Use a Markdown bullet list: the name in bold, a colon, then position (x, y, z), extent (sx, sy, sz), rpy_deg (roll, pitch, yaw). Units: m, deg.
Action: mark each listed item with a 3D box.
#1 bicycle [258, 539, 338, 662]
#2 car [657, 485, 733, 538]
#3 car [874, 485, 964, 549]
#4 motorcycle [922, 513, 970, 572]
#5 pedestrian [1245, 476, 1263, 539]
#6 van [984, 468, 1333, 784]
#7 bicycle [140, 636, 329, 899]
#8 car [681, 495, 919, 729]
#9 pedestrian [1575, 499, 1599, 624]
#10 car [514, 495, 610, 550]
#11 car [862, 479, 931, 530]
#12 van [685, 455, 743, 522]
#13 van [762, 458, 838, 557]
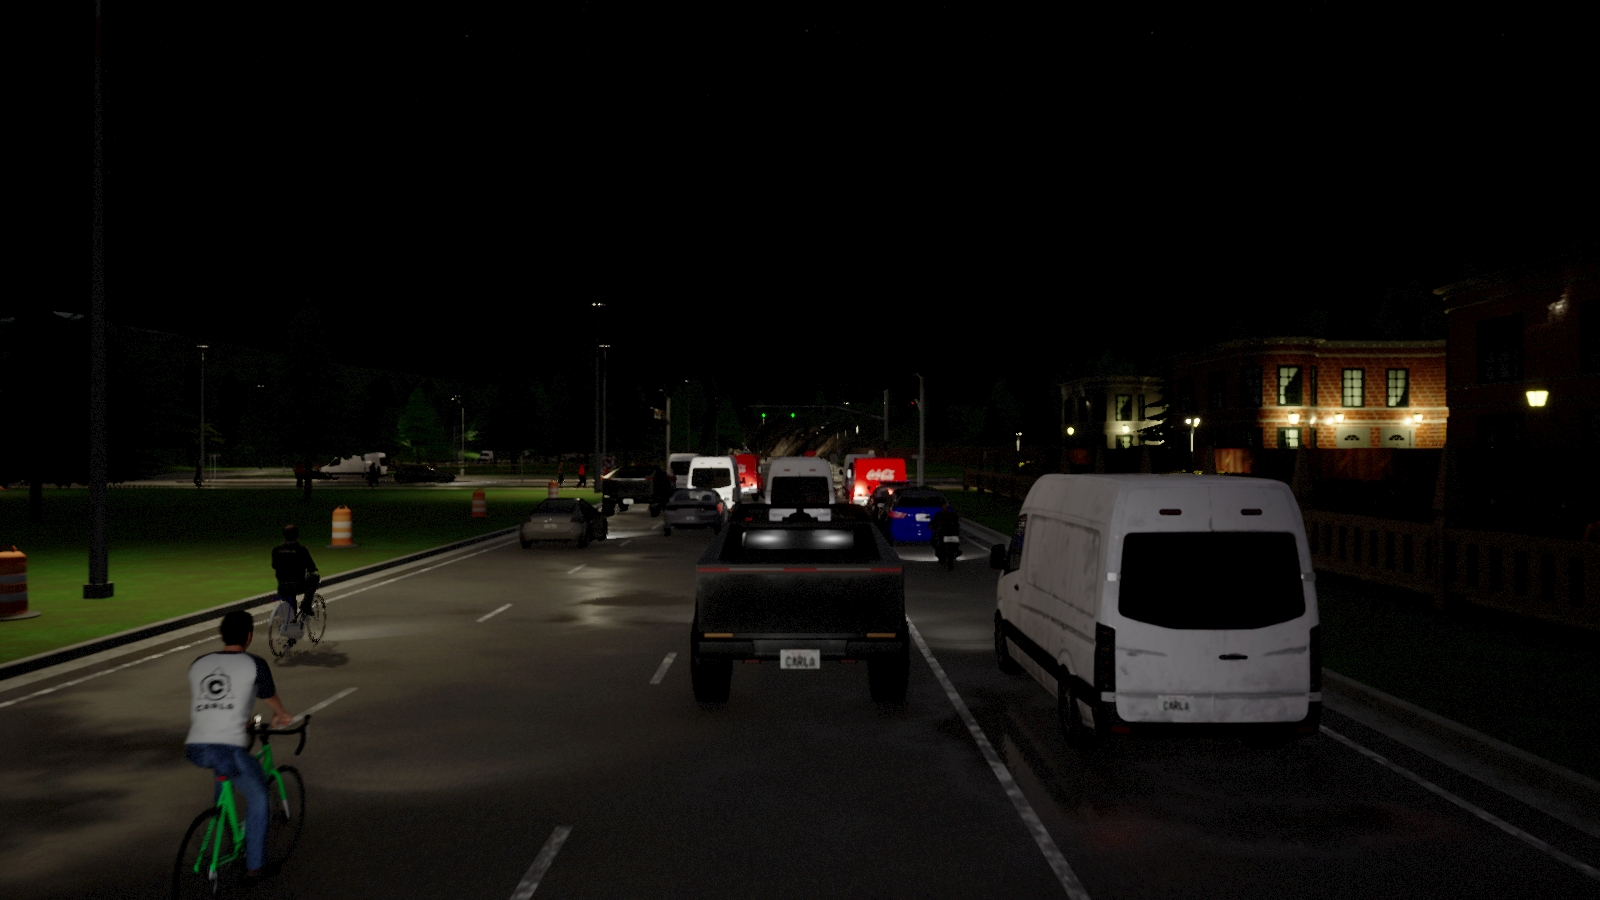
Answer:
- **bicycle**: position (-7.003, 2.057, 16.013), extent (0.329, 1.471, 1.835), rpy_deg (0, 0, 0)
- **car**: position (-3.493, 2.027, 38.892), extent (2.097, 1.535, 5.006), rpy_deg (0, 0, 0)
- **car**: position (3.500, 1.961, 34.513), extent (2.242, 1.667, 4.611), rpy_deg (0, 0, 0)
- **motorcycle**: position (3.501, 2.200, 27.511), extent (0.867, 1.251, 2.209), rpy_deg (0, 0, 0)
- **pedestrian**: position (13.385, 1.690, 33.708), extent (0.375, 1.860, 0.375), rpy_deg (0, 0, 0)
- **van**: position (3.497, 1.532, 12.571), extent (1.988, 2.561, 5.915), rpy_deg (0, 0, 0)
- **bicycle**: position (-3.499, 2.054, 7.205), extent (0.373, 1.496, 1.643), rpy_deg (0, 0, 0)
- **car**: position (0.001, 1.750, 14.588), extent (2.390, 2.098, 6.274), rpy_deg (0, 0, 0)
- **pedestrian**: position (12.152, 1.693, 17.449), extent (0.375, 1.860, 0.375), rpy_deg (0, 0, 0)
- **car**: position (-6.999, 2.111, 34.091), extent (1.994, 1.385, 4.181), rpy_deg (0, 0, 0)
- **car**: position (3.501, 1.974, 42.426), extent (2.097, 1.638, 5.238), rpy_deg (0, 0, 0)
- **van**: position (-3.504, 1.525, 47.797), extent (1.988, 2.561, 5.915), rpy_deg (0, 0, 0)
- **van**: position (-0.003, 1.529, 33.067), extent (1.988, 2.561, 5.915), rpy_deg (0, 0, 0)
